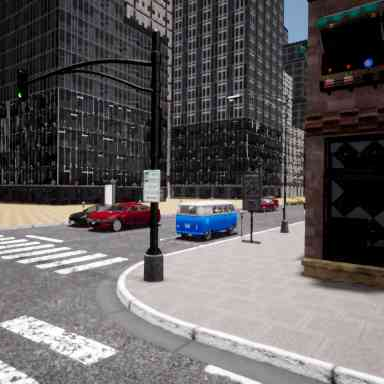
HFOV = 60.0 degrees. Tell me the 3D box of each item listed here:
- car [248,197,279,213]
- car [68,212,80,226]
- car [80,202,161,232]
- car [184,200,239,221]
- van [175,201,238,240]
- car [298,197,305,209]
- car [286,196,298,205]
[{"bbox_3d":[7.778,1.505,36.660,1.895,1.301,4.718,1,1,36],"label":"car"},{"bbox_3d":[-5.960,1.467,21.892,1.947,1.339,4.313,1,1,36],"label":"car"},{"bbox_3d":[-3.974,1.418,20.209,1.882,1.535,5.008,1,1,34],"label":"car"},{"bbox_3d":[1.780,1.469,28.268,2.033,1.411,5.357,1,1,36],"label":"car"},{"bbox_3d":[0.862,1.368,17.019,1.690,1.788,3.998,1,1,36],"label":"van"},{"bbox_3d":[15.655,1.429,42.299,2.128,1.511,4.902,1,1,36],"label":"car"},{"bbox_3d":[16.447,1.364,53.271,1.752,1.417,4.829,1,1,36],"label":"car"}]
